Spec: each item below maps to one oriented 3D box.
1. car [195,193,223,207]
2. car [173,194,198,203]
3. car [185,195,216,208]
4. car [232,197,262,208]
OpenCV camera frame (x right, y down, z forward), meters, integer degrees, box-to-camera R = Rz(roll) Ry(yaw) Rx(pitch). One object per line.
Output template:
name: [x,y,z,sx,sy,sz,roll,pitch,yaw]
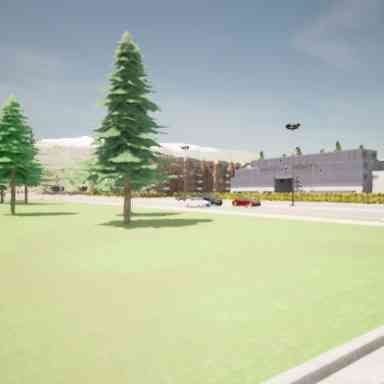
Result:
car: [2.419,1.211,51.291,2.150,2.045,5.566,0,0,-35]
car: [-1.202,1.184,62.503,2.033,1.411,5.357,0,0,-36]
car: [0.816,1.517,47.533,1.812,1.442,4.674,0,0,-36]
car: [8.088,1.465,49.393,1.882,1.535,5.008,0,0,-36]
